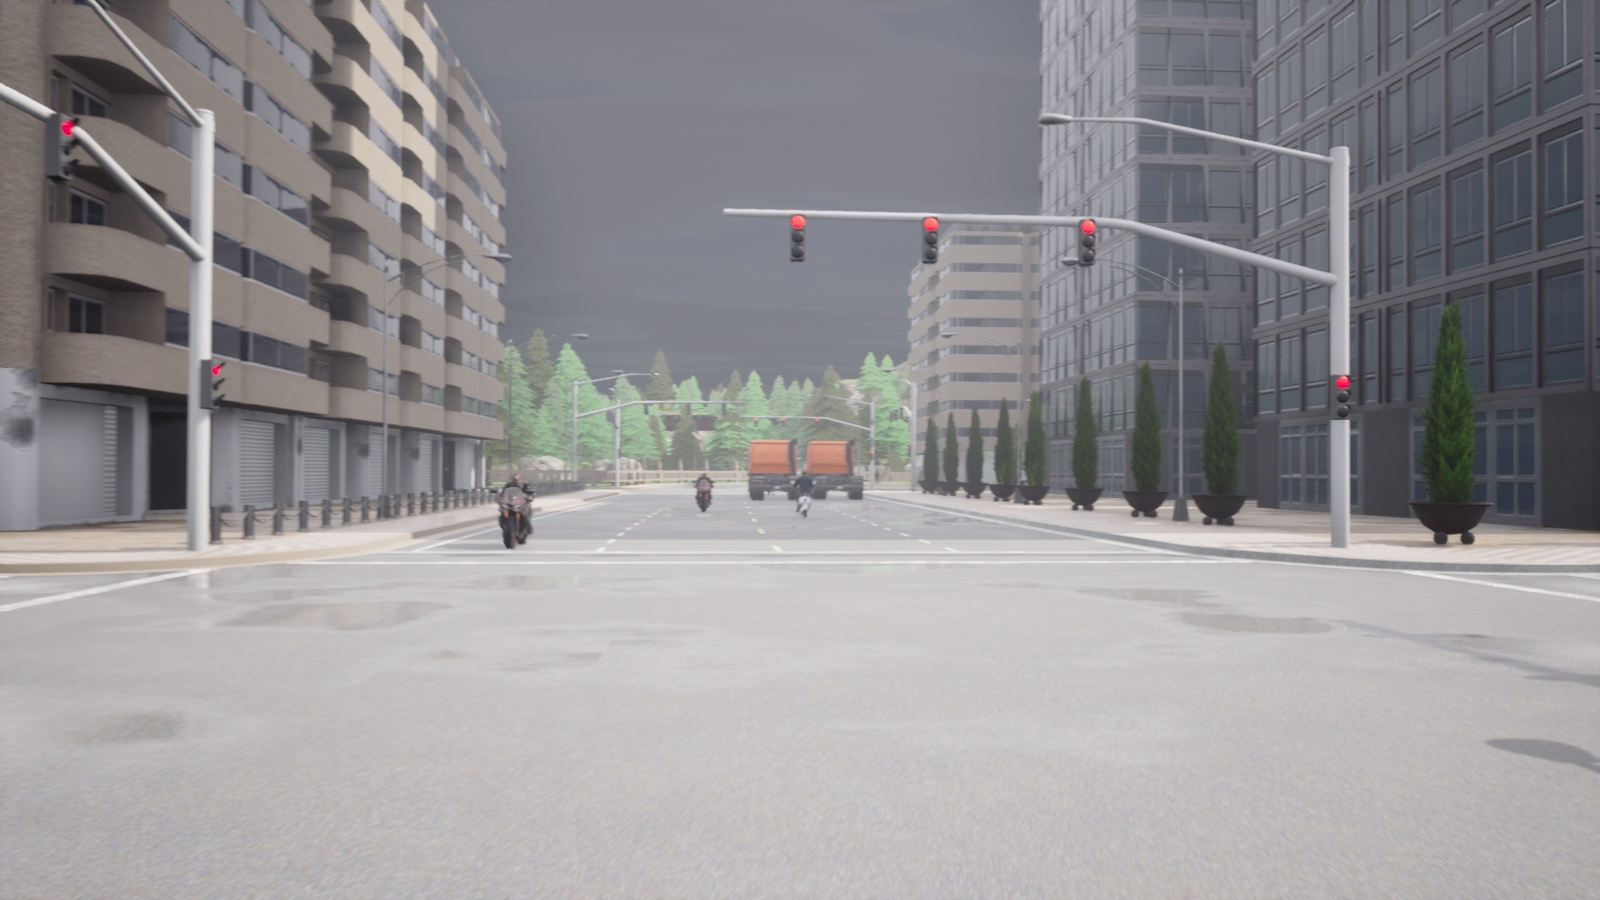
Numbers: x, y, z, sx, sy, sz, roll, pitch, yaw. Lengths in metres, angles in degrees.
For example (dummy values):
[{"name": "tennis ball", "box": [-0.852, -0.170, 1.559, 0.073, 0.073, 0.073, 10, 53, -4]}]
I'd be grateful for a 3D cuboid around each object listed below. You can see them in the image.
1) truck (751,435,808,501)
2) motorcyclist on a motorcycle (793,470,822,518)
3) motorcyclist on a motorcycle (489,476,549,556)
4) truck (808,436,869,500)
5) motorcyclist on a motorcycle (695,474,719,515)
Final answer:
[{"name": "truck", "box": [-1.258, 1.027, 70.371, 2.891, 3.462, 7.936, 0, -1, -3]}, {"name": "motorcyclist on a motorcycle", "box": [0.242, 1.496, 43.010, 0.866, 1.590, 1.817, 0, -1, -3]}, {"name": "motorcyclist on a motorcycle", "box": [-5.648, 1.297, 25.370, 0.866, 1.530, 2.191, 0, -1, -4]}, {"name": "truck", "box": [2.127, 1.054, 72.566, 2.891, 3.462, 7.936, 0, -1, -3]}, {"name": "motorcyclist on a motorcycle", "box": [-3.519, 1.668, 47.665, 0.866, 1.530, 2.191, 0, -1, -3]}]
